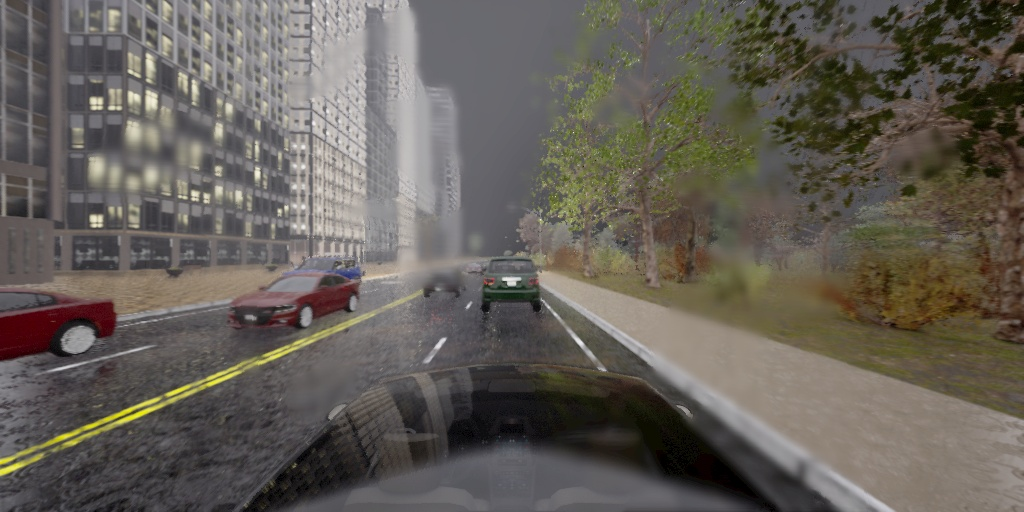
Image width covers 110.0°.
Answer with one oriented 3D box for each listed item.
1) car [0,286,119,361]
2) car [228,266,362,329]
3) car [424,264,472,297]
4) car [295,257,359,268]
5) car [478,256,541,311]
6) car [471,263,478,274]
[{"bbox_3d":[-9.792,1.266,5.895,1.882,1.535,5.008,0,-1,0],"label":"car"},{"bbox_3d":[-6.701,1.289,11.651,1.882,1.535,5.008,0,1,-1],"label":"car"},{"bbox_3d":[-3.475,1.350,19.478,1.837,1.490,4.892,0,0,-1],"label":"car"},{"bbox_3d":[-10.096,1.077,19.449,2.150,2.045,5.566,0,0,-1],"label":"car"},{"bbox_3d":[-0.076,1.038,15.020,2.150,2.045,5.566,0,0,-1],"label":"car"},{"bbox_3d":[-4.060,1.493,40.702,2.033,1.411,5.357,0,0,-2],"label":"car"}]
